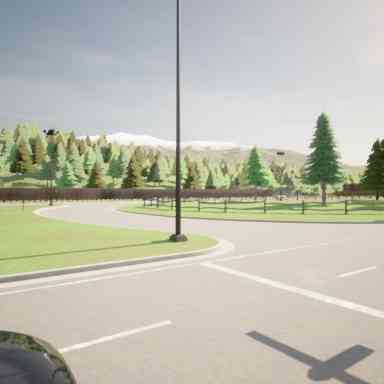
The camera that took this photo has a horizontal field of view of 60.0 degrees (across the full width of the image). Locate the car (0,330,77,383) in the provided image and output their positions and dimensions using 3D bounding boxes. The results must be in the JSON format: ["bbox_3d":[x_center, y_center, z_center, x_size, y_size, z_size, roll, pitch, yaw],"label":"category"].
[{"bbox_3d":[-3.052,1.505,1.568,4.892,1.490,1.837,0,0,-35],"label":"car"}]
